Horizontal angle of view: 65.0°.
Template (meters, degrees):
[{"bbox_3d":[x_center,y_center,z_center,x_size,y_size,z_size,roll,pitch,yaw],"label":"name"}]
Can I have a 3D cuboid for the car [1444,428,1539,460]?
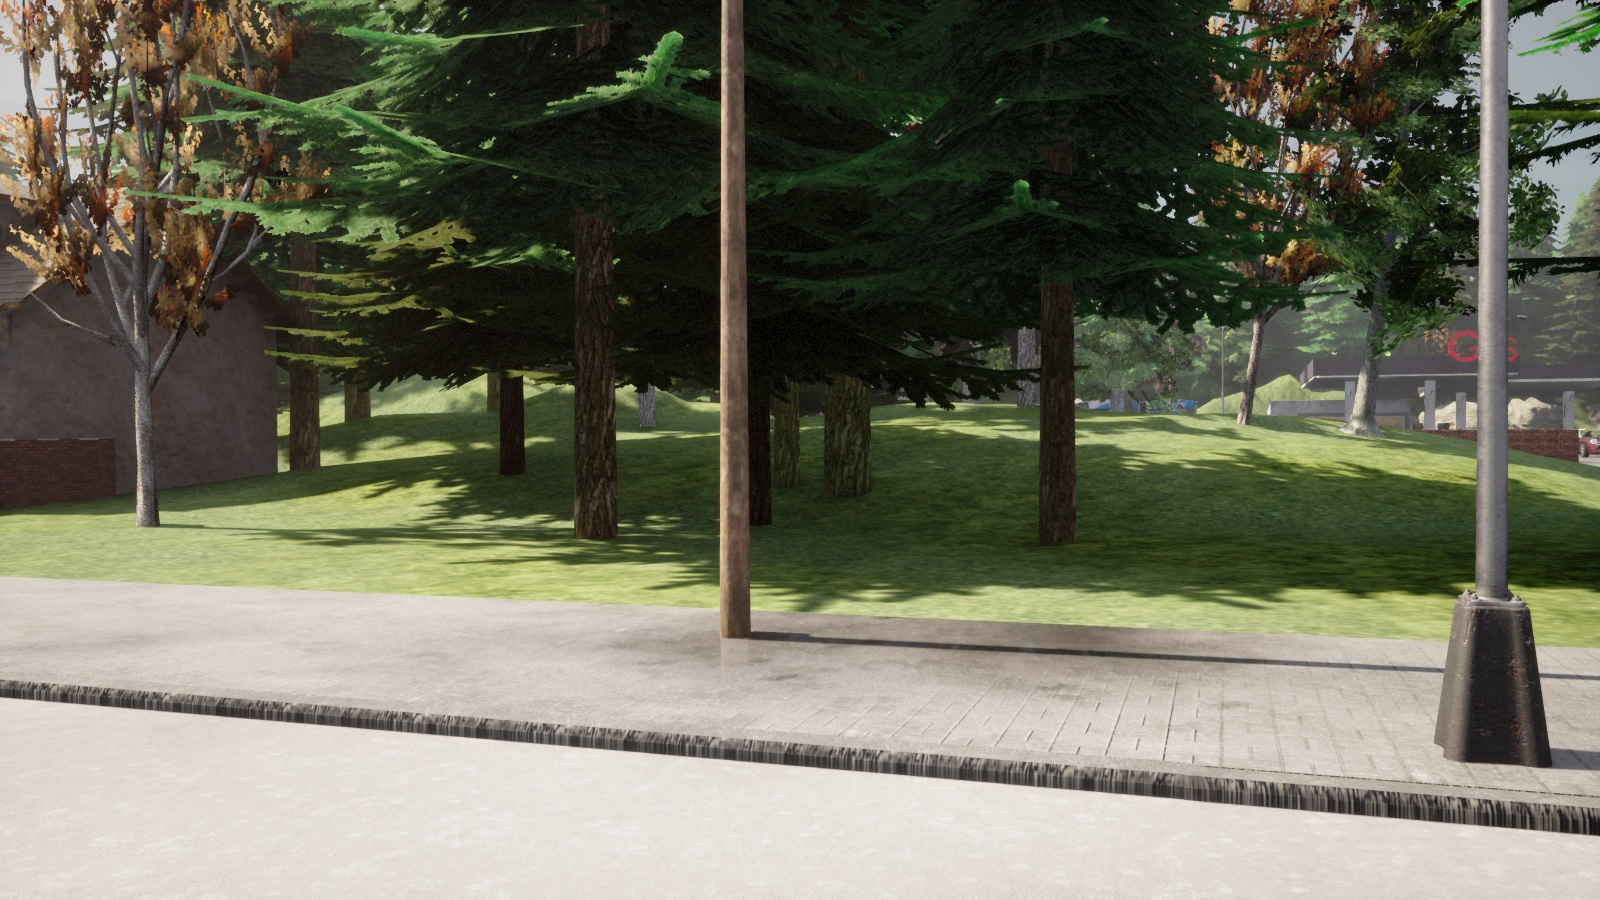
[{"bbox_3d":[41.388,-0.405,75.262,1.932,1.855,4.605,0,1,-42],"label":"car"}]

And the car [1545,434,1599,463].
[{"bbox_3d":[40.964,-0.101,65.411,1.970,1.475,3.806,0,1,-1],"label":"car"}]
